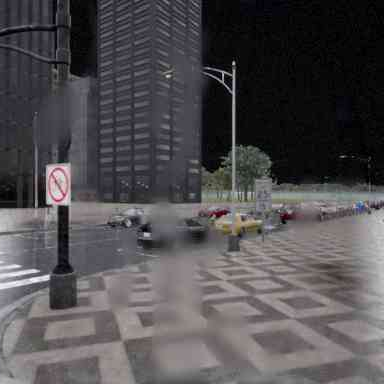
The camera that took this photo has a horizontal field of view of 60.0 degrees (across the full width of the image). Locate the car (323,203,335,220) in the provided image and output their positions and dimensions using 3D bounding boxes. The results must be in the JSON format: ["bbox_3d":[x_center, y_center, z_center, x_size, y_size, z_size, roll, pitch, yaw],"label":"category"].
[{"bbox_3d":[12.519,2.114,33.274,1.887,1.381,4.507,-1,-2,35],"label":"car"}]

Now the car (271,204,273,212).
[{"bbox_3d":[8.858,2.210,42.824,2.008,1.369,4.403,-1,-2,35],"label":"car"}]

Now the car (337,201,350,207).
[{"bbox_3d":[38.346,3.038,84.179,2.008,1.369,4.403,-1,-1,35],"label":"car"}]

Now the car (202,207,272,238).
[{"bbox_3d":[2.789,1.824,19.627,1.752,1.417,4.829,-1,-2,35],"label":"car"}]

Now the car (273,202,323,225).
[{"bbox_3d":[9.242,1.792,28.685,2.192,1.841,5.009,-1,-2,35],"label":"car"}]

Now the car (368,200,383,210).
[{"bbox_3d":[35.455,2.540,65.447,2.192,1.841,5.009,-1,-2,35],"label":"car"}]

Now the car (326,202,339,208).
[{"bbox_3d":[31.794,2.892,74.989,1.802,1.307,4.206,-1,-2,35],"label":"car"}]

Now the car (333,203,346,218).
[{"bbox_3d":[15.800,2.246,37.874,1.802,1.307,4.206,-1,-2,36],"label":"car"}]

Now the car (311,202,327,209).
[{"bbox_3d":[25.240,2.673,65.799,1.887,1.381,4.507,-1,-2,35],"label":"car"}]

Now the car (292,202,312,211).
[{"bbox_3d":[18.687,2.494,56.609,2.008,1.369,4.403,-1,-2,35],"label":"car"}]

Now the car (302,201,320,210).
[{"bbox_3d":[21.963,2.477,61.206,1.967,1.590,4.097,-1,-2,35],"label":"car"}]

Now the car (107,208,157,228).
[{"bbox_3d":[-4.245,1.842,24.443,2.008,1.369,4.403,-1,-1,35],"label":"car"}]

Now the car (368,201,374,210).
[{"bbox_3d":[28.903,2.592,56.251,2.008,1.369,4.403,-1,-2,35],"label":"car"}]

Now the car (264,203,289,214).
[{"bbox_3d":[12.134,2.306,47.418,2.008,1.369,4.403,-1,-2,35],"label":"car"}]

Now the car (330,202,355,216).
[{"bbox_3d":[19.072,2.304,42.465,1.887,1.381,4.507,-1,-2,35],"label":"car"}]

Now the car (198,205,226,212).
[{"bbox_3d":[2.307,2.016,33.634,1.887,1.381,4.507,-1,-2,35],"label":"car"}]

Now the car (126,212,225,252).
[{"bbox_3d":[-0.585,1.775,14.893,1.947,1.339,4.313,-1,-2,35],"label":"car"}]

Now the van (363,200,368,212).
[{"bbox_3d":[25.625,2.290,51.660,1.690,1.788,3.998,-1,-2,35],"label":"van"}]

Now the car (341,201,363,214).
[{"bbox_3d":[22.349,2.295,47.063,1.967,1.590,4.097,-1,-2,35],"label":"car"}]
